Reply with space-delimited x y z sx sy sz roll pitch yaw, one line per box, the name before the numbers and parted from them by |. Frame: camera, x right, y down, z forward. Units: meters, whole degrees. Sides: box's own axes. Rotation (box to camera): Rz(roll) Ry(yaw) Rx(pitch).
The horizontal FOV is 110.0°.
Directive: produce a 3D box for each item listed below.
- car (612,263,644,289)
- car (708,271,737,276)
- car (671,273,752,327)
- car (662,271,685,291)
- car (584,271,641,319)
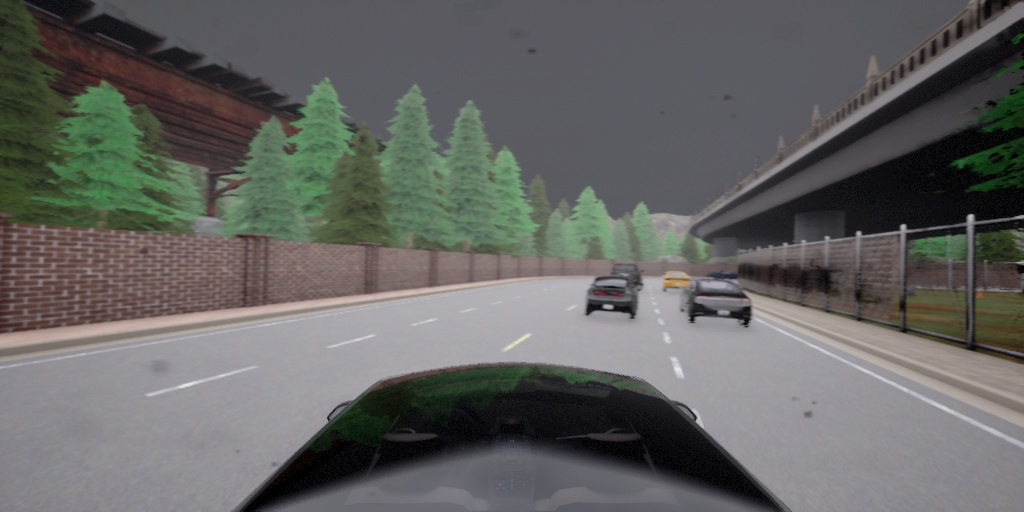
car | 8.874 1.581 27.703 2.150 2.045 5.566 1 -1 22
car | 31.928 2.950 53.123 4.718 1.301 1.895 2 -1 -12
car | 7.447 1.612 13.469 2.128 1.511 4.902 1 -1 20
car | 13.081 1.964 28.610 1.882 1.535 5.008 1 -1 23
car | 4.159 1.552 14.667 1.837 1.490 4.892 1 0 20
